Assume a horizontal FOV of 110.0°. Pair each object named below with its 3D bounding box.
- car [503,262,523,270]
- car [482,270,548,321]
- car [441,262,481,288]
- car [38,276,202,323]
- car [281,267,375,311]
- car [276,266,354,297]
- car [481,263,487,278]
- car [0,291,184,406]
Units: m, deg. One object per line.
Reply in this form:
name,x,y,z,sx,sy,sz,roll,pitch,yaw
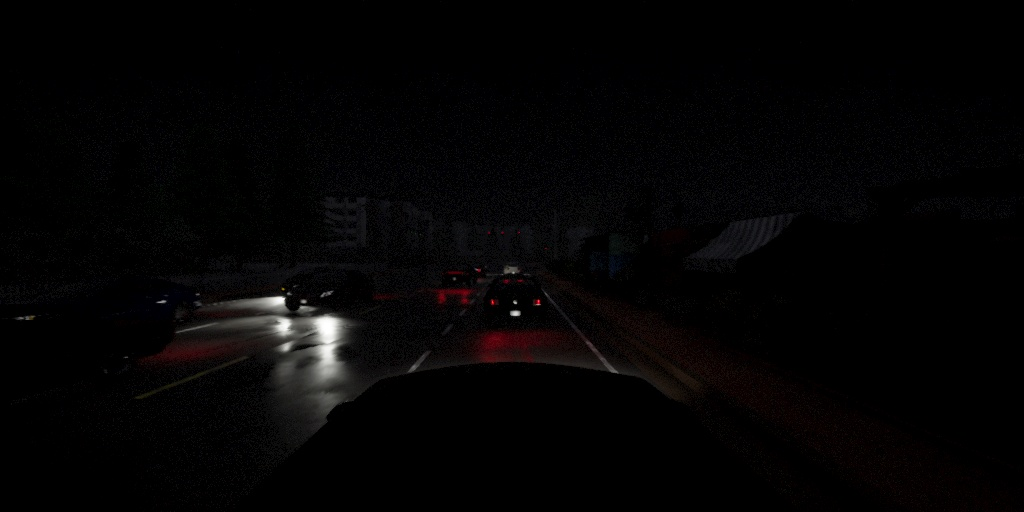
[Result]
car,0.119,1.273,34.383,1.812,1.442,4.674,0,0,0
car,0.103,1.350,12.452,1.895,1.301,4.718,0,0,0
car,-3.438,1.224,24.080,1.882,1.535,5.008,0,0,1
car,-10.586,1.271,9.306,1.812,1.442,4.674,0,0,0
car,-7.081,1.272,14.509,1.812,1.442,4.674,0,0,0
car,-10.564,1.308,19.649,1.994,1.385,4.181,0,0,0
car,-3.481,1.293,33.893,2.033,1.411,5.357,0,0,0
car,-7.099,1.348,4.308,1.895,1.301,4.718,0,0,0
